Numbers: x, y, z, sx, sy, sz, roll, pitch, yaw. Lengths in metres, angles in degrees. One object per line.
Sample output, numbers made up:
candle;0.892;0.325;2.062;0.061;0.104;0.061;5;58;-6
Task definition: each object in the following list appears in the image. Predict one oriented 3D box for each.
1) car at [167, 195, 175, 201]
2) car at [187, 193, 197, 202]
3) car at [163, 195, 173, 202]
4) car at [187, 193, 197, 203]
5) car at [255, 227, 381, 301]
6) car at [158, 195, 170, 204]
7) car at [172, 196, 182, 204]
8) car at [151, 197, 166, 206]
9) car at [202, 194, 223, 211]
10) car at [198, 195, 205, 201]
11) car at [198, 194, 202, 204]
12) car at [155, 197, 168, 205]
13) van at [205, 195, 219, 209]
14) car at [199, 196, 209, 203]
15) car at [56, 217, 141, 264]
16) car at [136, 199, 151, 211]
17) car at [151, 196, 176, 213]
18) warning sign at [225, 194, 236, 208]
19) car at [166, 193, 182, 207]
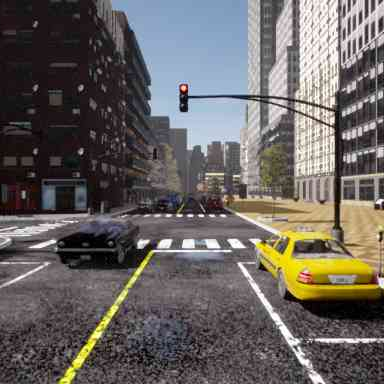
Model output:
car;-5.731;1.626;90.059;1.752;1.417;4.829;0;0;0
car;-0.032;1.218;79.716;2.150;2.045;5.566;0;0;0
car;-5.727;1.518;79.176;1.967;1.590;4.097;0;0;0
car;-0.029;1.565;69.268;1.837;1.490;4.892;0;0;0
car;2.683;1.526;8.250;1.752;1.417;4.829;0;0;0
car;-5.723;1.498;68.122;1.967;1.590;4.097;0;0;0
car;-3.036;1.582;68.088;1.812;1.442;4.674;0;0;0
car;-5.717;1.589;57.069;2.008;1.369;4.403;0;0;0
car;2.669;1.333;40.493;2.192;1.841;5.009;0;0;0
car;2.649;1.627;90.402;1.752;1.417;4.829;0;0;0
car;2.659;1.363;62.598;2.192;1.841;5.009;0;0;0
car;-5.720;1.593;62.595;1.887;1.381;4.507;0;0;0
van;2.666;1.365;46.019;1.690;1.788;3.998;0;0;0
car;2.656;1.612;73.652;1.887;1.381;4.507;0;0;0
car;-3.110;1.605;11.927;1.895;1.301;4.718;0;0;0
car;-5.710;1.568;40.489;2.008;1.369;4.403;0;0;0
car;-3.116;1.520;37.080;1.837;1.490;4.892;0;0;0
warning sign;5.054;1.136;43.750;1.300;1.860;1.060;0;0;0
car;-3.106;1.251;52.423;2.150;2.045;5.566;0;0;2
